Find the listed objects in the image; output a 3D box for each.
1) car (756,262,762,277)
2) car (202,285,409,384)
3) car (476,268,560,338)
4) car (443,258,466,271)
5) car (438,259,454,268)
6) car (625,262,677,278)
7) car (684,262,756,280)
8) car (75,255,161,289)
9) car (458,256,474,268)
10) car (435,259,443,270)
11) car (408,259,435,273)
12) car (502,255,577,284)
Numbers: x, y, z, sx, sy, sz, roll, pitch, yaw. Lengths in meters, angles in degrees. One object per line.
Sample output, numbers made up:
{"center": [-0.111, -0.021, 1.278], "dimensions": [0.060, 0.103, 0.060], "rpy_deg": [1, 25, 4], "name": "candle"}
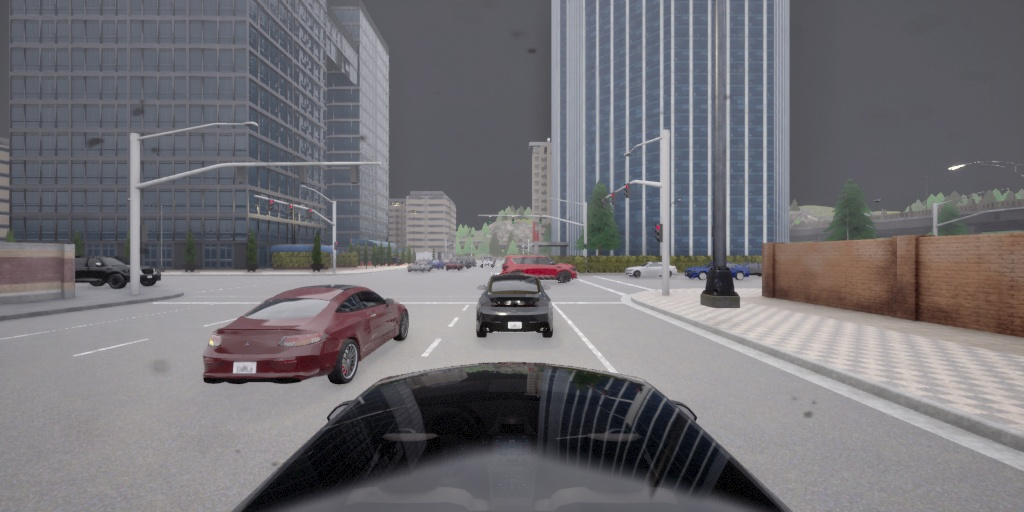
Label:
{"center": [22.613, 1.297, 33.786], "dimensions": [5.357, 1.411, 2.033], "rpy_deg": [0, 0, -1], "name": "car"}
{"center": [-3.438, 1.276, 6.926], "dimensions": [1.812, 1.442, 4.674], "rpy_deg": [0, 0, 0], "name": "car"}
{"center": [0.064, 1.255, 10.192], "dimensions": [1.837, 1.490, 4.892], "rpy_deg": [0, 0, 0], "name": "car"}
{"center": [-7.913, 1.351, 49.609], "dimensions": [1.895, 1.301, 4.718], "rpy_deg": [0, 0, -1], "name": "car"}
{"center": [-11.597, 1.227, 63.424], "dimensions": [1.882, 1.535, 5.008], "rpy_deg": [0, 0, 0], "name": "car"}
{"center": [13.026, 1.276, 33.681], "dimensions": [4.674, 1.442, 1.812], "rpy_deg": [0, 0, 1], "name": "car"}
{"center": [17.209, 1.228, 30.237], "dimensions": [5.008, 1.535, 1.882], "rpy_deg": [0, 0, -1], "name": "car"}
{"center": [-25.666, 0.972, 22.641], "dimensions": [5.566, 2.045, 2.150], "rpy_deg": [0, 0, -1], "name": "car"}
{"center": [-8.051, 0.971, 59.403], "dimensions": [2.150, 2.045, 5.566], "rpy_deg": [0, 0, -1], "name": "car"}
{"center": [-11.474, 1.227, 53.794], "dimensions": [1.882, 1.535, 5.008], "rpy_deg": [0, 0, -1], "name": "car"}
{"center": [-11.396, 1.351, 44.402], "dimensions": [1.895, 1.301, 4.718], "rpy_deg": [0, 0, 1], "name": "car"}
{"center": [1.953, 0.971, 26.398], "dimensions": [5.566, 2.045, 2.150], "rpy_deg": [0, 0, -1], "name": "car"}
